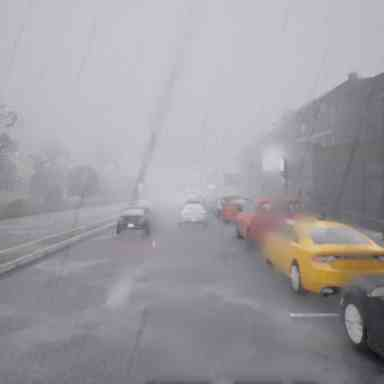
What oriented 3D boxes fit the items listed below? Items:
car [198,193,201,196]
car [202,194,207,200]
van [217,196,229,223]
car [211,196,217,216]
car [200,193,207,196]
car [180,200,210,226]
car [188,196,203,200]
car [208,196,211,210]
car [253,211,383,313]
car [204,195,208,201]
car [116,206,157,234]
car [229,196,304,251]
[{"bbox_3d":[3.245,1.605,80.556,2.231,1.521,4.892,0,0,0],"label":"car"},{"bbox_3d":[3.246,1.567,58.646,1.946,1.575,5.366,0,0,0],"label":"car"},{"bbox_3d":[3.235,1.294,25.552,1.878,1.987,4.442,0,0,0],"label":"van"},{"bbox_3d":[3.237,1.402,30.929,2.185,1.767,4.553,0,0,0],"label":"car"},{"bbox_3d":[3.251,1.453,63.955,2.185,1.767,4.553,0,0,0],"label":"car"},{"bbox_3d":[0.109,1.562,23.563,1.812,1.442,4.674,0,0,0],"label":"car"},{"bbox_3d":[0.116,1.567,41.384,1.837,1.490,4.892,0,0,0],"label":"car"},{"bbox_3d":[3.239,1.411,36.454,2.185,1.767,4.553,0,0,0],"label":"car"},{"bbox_3d":[3.228,1.494,8.855,2.097,1.535,5.008,0,0,0],"label":"car"},{"bbox_3d":[3.243,1.554,47.404,2.231,1.521,4.892,0,0,0],"label":"car"},{"bbox_3d":[-3.156,1.556,19.415,1.812,1.442,4.674,0,0,0],"label":"car"},{"bbox_3d":[3.230,1.251,14.288,2.435,2.045,5.566,0,0,0],"label":"car"}]
